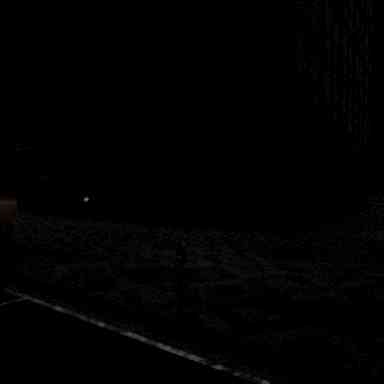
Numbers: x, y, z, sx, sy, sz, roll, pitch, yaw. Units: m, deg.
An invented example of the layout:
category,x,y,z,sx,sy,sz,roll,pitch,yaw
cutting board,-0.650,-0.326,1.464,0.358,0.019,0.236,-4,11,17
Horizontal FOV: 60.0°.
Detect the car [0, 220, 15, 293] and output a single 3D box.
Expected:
category,x,y,z,sx,sy,sz,roll,pitch,yaw
car,-5.844,1.256,7.257,5.009,1.841,2.192,0,1,36
